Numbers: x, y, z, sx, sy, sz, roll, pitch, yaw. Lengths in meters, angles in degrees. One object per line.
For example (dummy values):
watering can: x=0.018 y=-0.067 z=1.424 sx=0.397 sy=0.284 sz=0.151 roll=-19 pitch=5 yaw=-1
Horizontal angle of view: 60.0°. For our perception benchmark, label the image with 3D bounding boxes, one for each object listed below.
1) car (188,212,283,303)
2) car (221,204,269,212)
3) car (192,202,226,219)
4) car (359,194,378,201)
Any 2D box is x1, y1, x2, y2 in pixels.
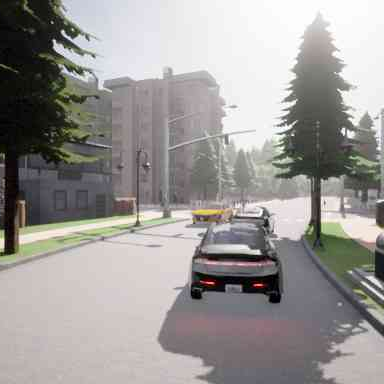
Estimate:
car: x=1.104 y=1.491 z=8.277 sx=2.128 sy=1.511 sz=4.902 roll=0 pitch=0 yaw=9
car: x=3.230 y=1.491 z=17.384 sx=2.128 sy=1.511 sz=4.902 roll=0 pitch=0 yaw=18
car: x=1.607 y=1.482 z=24.050 sx=1.882 sy=1.535 sz=5.008 roll=0 pitch=0 yaw=23
car: x=41.674 y=1.496 z=80.875 sx=5.008 sy=1.535 sz=1.882 roll=0 pitch=0 yaw=24
